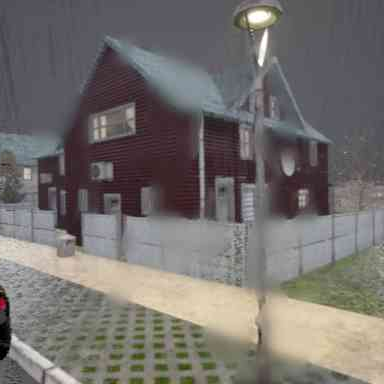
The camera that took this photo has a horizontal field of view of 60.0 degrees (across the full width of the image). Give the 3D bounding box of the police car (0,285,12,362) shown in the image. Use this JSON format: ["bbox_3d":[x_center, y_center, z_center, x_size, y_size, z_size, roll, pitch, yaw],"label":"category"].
[{"bbox_3d":[-4.496,1.469,4.975,5.238,1.638,1.930,-1,1,42],"label":"police car"}]
